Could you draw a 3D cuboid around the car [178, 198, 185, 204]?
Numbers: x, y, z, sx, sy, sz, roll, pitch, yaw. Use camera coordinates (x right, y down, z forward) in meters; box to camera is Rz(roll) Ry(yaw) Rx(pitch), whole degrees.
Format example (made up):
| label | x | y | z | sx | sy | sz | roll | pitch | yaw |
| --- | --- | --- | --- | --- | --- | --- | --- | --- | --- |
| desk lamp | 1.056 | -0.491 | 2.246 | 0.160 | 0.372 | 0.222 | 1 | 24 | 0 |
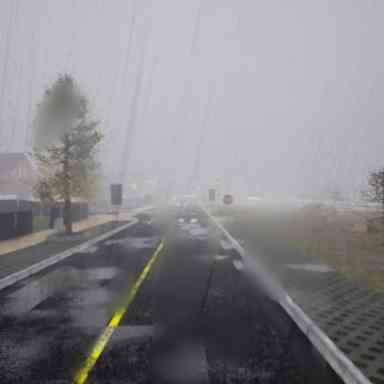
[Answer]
| label | x | y | z | sx | sy | sz | roll | pitch | yaw |
| --- | --- | --- | --- | --- | --- | --- | --- | --- | --- |
| car | -2.731 | 2.425 | 88.278 | 1.837 | 1.490 | 4.892 | 0 | -1 | 0 |
